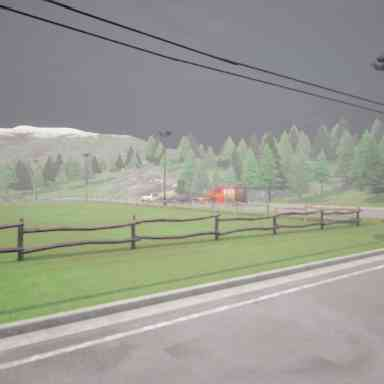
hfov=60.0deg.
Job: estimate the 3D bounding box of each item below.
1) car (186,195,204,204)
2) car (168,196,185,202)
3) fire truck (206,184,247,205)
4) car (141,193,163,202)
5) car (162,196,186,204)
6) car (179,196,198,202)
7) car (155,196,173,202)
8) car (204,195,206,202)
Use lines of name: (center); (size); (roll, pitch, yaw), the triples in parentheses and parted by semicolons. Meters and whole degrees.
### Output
car: (-0.518, 1.677, 68.747); (2.033, 1.411, 5.357); (0, 0, -35)
car: (-3.687, 1.637, 79.316); (1.994, 1.385, 4.181); (0, 0, -35)
fire truck: (6.661, 0.476, 62.643); (2.891, 3.827, 8.468); (0, 0, -30)
car: (-9.426, 1.293, 75.309); (2.150, 2.045, 5.566); (0, 0, -35)
car: (-3.614, 1.682, 67.064); (1.994, 1.385, 4.181); (0, 0, -35)
car: (-0.827, 1.636, 81.333); (2.033, 1.411, 5.357); (0, 0, -35)
car: (-6.566, 1.671, 77.325); (1.895, 1.301, 4.718); (0, 0, -35)
car: (2.042, 1.496, 71.191); (2.097, 1.767, 4.553); (0, 0, -35)
